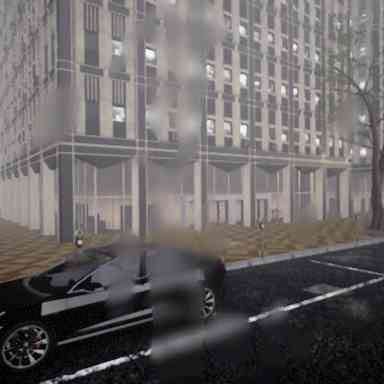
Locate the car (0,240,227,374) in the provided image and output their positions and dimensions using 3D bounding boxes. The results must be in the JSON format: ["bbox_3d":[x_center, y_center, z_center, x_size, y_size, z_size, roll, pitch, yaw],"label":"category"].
[{"bbox_3d":[-1.332,1.561,5.615,4.313,1.339,1.947,0,0,-35],"label":"car"}]
